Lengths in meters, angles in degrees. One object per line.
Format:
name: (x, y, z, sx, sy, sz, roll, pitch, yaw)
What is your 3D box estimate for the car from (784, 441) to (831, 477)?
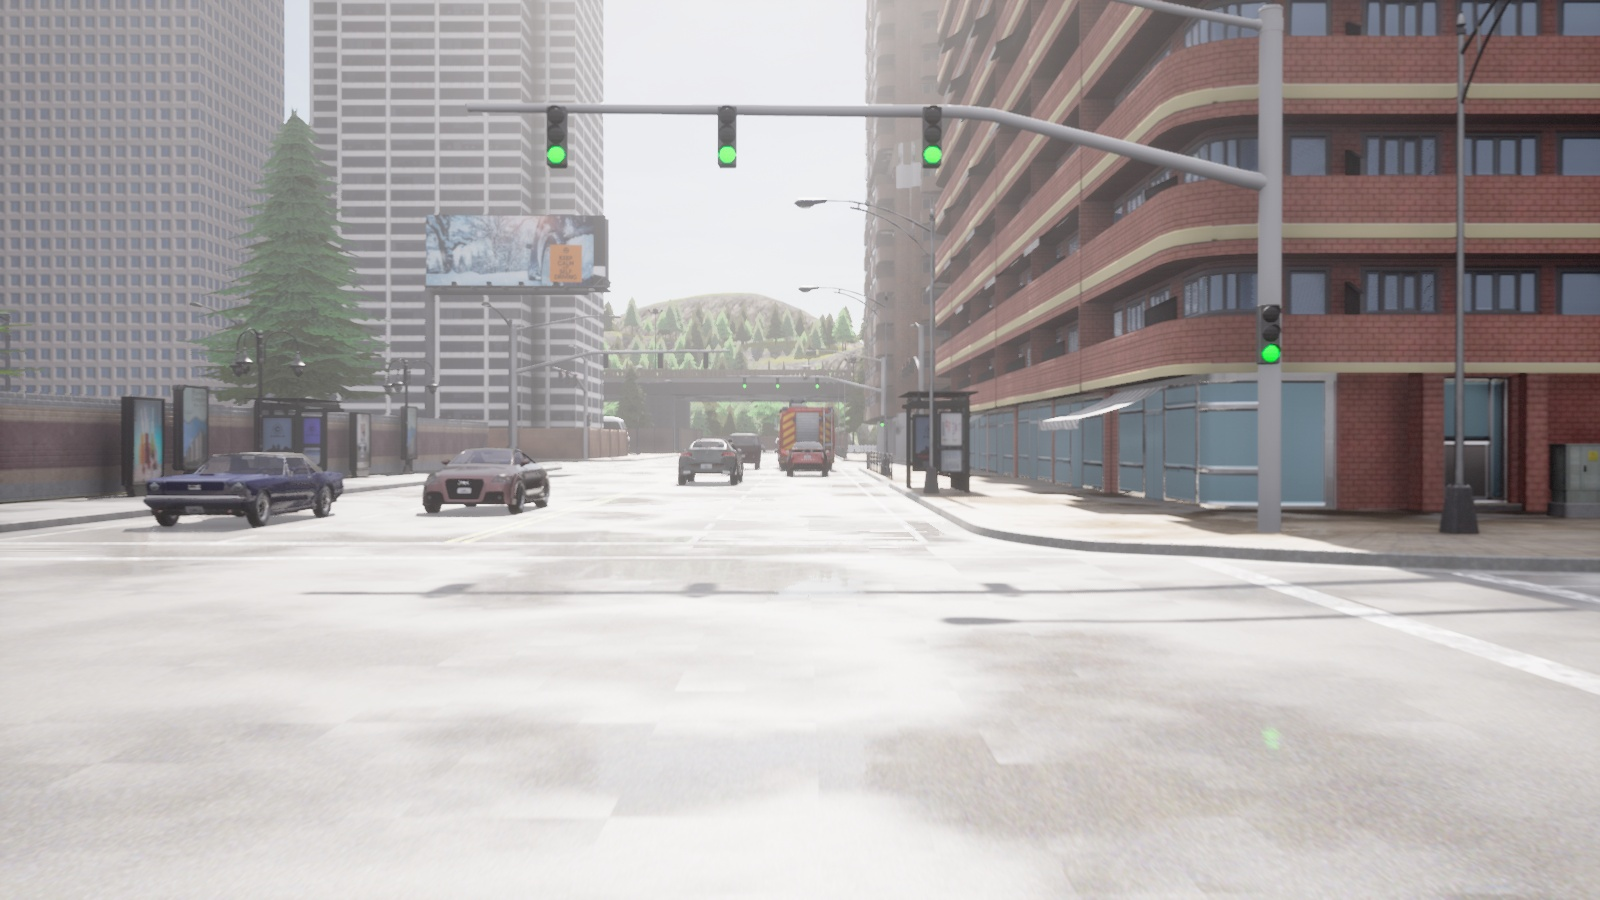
car: (0.339, 0.362, 56.201, 2.007, 1.525, 4.514, 0, 0, 0)

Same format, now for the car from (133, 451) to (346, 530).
car: (-10.348, 0.684, 23.637, 1.895, 1.301, 4.718, 0, 0, 0)

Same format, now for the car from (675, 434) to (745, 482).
car: (-3.220, 0.247, 45.782, 2.152, 1.651, 5.027, 0, 0, 0)

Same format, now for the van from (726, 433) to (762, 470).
van: (-3.082, 0.073, 69.873, 1.775, 1.987, 4.442, 0, 0, 0)

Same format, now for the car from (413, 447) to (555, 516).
car: (-6.819, 0.634, 27.550, 1.994, 1.385, 4.181, 0, 0, 1)

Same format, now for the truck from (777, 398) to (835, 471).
truck: (0.242, -0.835, 69.849, 2.891, 3.827, 8.468, 0, 0, -2)
